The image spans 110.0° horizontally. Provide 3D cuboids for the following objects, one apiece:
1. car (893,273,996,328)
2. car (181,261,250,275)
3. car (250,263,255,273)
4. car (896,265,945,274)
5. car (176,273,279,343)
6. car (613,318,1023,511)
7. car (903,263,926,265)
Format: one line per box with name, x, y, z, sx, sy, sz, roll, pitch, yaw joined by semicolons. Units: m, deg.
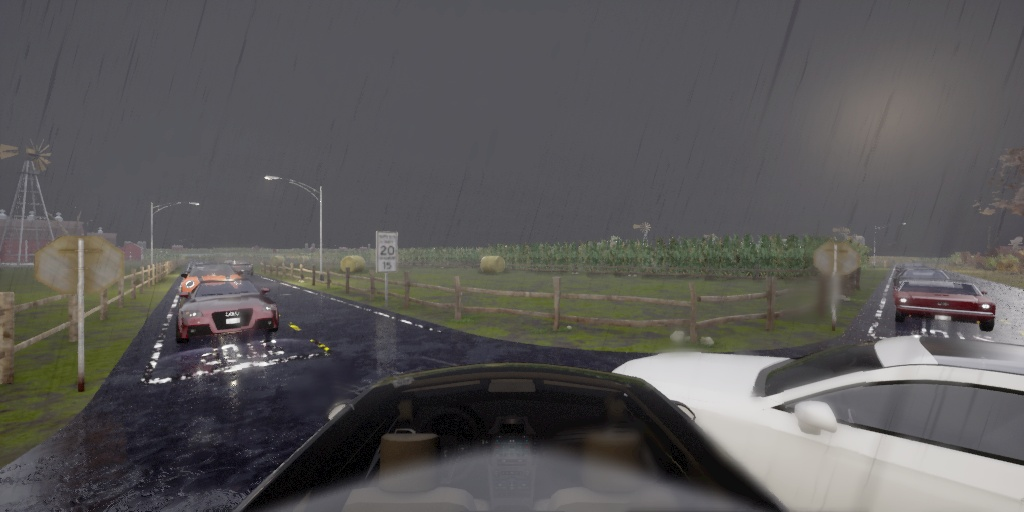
car;13.528;1.395;11.413;4.718;1.301;1.895;0;1;-43
car;-13.702;1.137;16.446;2.097;1.767;4.553;0;0;-42
car;-26.950;1.276;35.687;2.128;1.511;4.902;0;0;-41
car;20.611;1.358;17.970;5.357;1.411;2.033;0;1;-43
car;-7.932;1.353;9.957;1.994;1.385;4.181;0;0;-42
car;2.840;1.294;2.360;1.812;1.442;4.674;0;1;-44
car;27.371;1.394;24.218;4.181;1.385;1.994;0;1;-43
